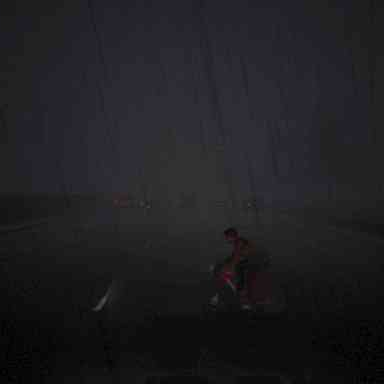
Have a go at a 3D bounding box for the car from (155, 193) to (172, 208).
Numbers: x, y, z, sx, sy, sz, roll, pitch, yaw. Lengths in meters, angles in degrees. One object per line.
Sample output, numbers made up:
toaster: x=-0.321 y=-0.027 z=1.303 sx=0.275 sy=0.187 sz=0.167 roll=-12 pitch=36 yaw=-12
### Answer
car: x=-4.023 y=1.221 z=46.364 sx=2.150 sy=2.045 sz=5.566 roll=0 pitch=0 yaw=0

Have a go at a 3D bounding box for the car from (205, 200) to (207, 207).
car: x=2.983 y=1.505 z=48.063 sx=1.837 sy=1.490 sz=4.892 roll=0 pitch=0 yaw=0

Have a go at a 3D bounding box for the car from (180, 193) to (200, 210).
car: x=-0.401 y=1.220 z=42.868 sx=2.150 sy=2.045 sz=5.566 roll=0 pitch=0 yaw=-1

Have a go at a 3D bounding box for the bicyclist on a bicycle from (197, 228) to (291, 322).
bicyclist on a bicycle: x=0.866 y=1.455 z=5.828 sx=1.656 sy=1.620 sz=0.582 roll=-2 pitch=0 yaw=11

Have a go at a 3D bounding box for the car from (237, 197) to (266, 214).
car: x=6.607 y=1.352 z=36.184 sx=2.097 sy=1.767 sz=4.553 roll=0 pitch=0 yaw=0

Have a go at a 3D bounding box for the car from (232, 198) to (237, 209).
car: x=6.486 y=1.547 z=45.495 sx=2.033 sy=1.411 sz=5.357 roll=0 pitch=0 yaw=0

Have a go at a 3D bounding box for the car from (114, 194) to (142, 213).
car: x=-7.341 y=1.221 z=37.700 sx=2.150 sy=2.045 sz=5.566 roll=0 pitch=0 yaw=-1

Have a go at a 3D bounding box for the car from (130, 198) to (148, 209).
car: x=-7.510 y=1.601 z=47.463 sx=1.895 sy=1.301 sz=4.718 roll=0 pitch=0 yaw=0

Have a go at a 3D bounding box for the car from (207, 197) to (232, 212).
car: x=3.123 y=1.505 z=38.650 sx=1.837 sy=1.490 sz=4.892 roll=0 pitch=0 yaw=0

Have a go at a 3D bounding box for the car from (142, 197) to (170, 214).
car: x=-3.825 y=1.547 z=36.120 sx=2.033 sy=1.411 sz=5.357 roll=0 pitch=0 yaw=0

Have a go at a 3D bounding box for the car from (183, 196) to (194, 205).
car: x=-0.583 y=1.477 z=58.161 sx=1.882 sy=1.535 sz=5.008 roll=0 pitch=0 yaw=-1
